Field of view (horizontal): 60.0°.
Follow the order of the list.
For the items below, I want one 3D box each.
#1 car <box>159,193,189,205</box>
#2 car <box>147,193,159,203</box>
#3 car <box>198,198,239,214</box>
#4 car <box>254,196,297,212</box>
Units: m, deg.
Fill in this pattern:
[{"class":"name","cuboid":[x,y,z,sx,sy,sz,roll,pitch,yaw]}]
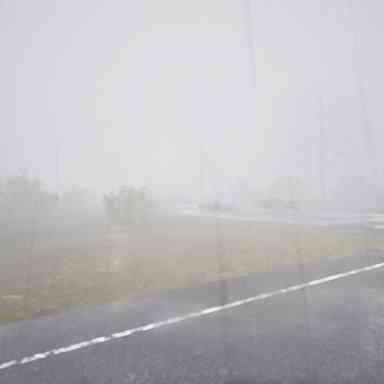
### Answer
[{"class":"car","cuboid":[-2.494,0.981,50.445,2.097,1.767,4.553,-1,1,-37]},{"class":"car","cuboid":[-6.156,0.948,55.341,2.097,1.767,4.553,-1,1,-37]},{"class":"car","cuboid":[2.465,1.300,32.134,1.812,1.442,4.674,-1,1,-37]},{"class":"car","cuboid":[8.768,1.206,35.391,1.882,1.535,5.008,-1,1,-37]}]
